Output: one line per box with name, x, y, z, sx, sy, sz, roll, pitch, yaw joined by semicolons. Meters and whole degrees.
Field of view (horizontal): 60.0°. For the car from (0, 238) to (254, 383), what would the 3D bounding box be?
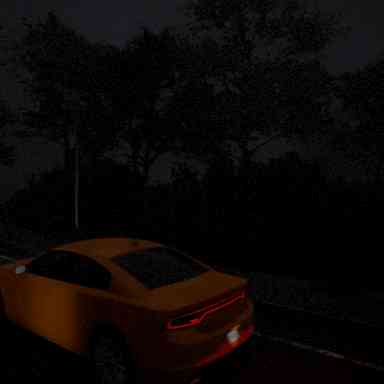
car;-1.478;1.487;5.321;5.008;1.535;1.882;0;0;38
